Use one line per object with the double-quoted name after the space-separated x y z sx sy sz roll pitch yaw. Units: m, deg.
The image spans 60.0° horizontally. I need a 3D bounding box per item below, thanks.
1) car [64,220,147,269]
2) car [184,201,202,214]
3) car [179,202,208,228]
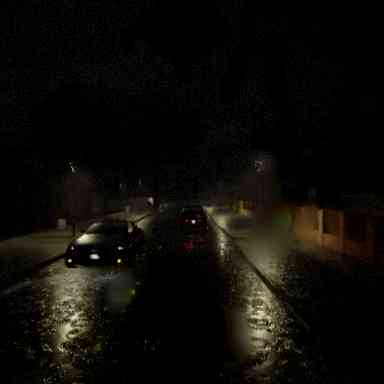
-2.771 1.676 11.495 1.994 1.385 4.181 0 -1 1 "car"
0.102 1.923 41.801 2.033 1.411 5.357 0 -1 0 "car"
0.101 1.731 24.320 1.837 1.490 4.892 0 -1 0 "car"
